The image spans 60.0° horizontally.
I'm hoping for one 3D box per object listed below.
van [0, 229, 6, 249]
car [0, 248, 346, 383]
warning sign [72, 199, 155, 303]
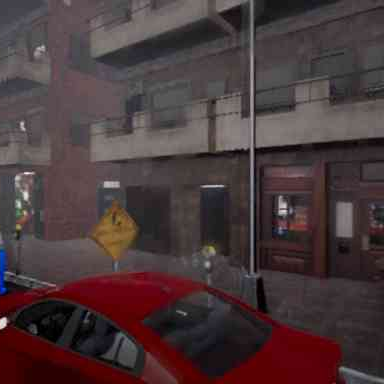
[{"bbox_3d":[-5.419,1.326,6.744,3.998,1.788,1.690,0,0,36],"label":"van"},{"bbox_3d":[-0.835,1.540,3.474,4.507,1.381,1.887,0,0,36],"label":"car"},{"bbox_3d":[-1.609,1.105,6.940,1.060,1.860,1.300,0,0,36],"label":"warning sign"}]
